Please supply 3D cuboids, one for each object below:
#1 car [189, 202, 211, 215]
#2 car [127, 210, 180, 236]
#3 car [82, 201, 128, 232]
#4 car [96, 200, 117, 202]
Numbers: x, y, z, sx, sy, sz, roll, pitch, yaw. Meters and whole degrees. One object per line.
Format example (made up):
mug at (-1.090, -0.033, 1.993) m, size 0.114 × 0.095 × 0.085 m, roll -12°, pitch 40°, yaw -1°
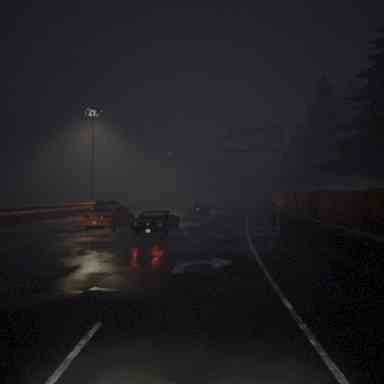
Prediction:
car at (0.947, 1.782, 37.434) m, size 1.994 × 1.385 × 4.181 m, roll 0°, pitch 0°, yaw 9°
car at (-1.944, 1.706, 19.252) m, size 1.895 × 1.301 × 4.718 m, roll 0°, pitch 0°, yaw 8°
car at (-5.162, 1.585, 21.253) m, size 1.882 × 1.535 × 5.008 m, roll 0°, pitch 0°, yaw 8°
car at (-7.353, 1.504, 29.995) m, size 2.097 × 1.767 × 4.553 m, roll 0°, pitch 0°, yaw 9°
